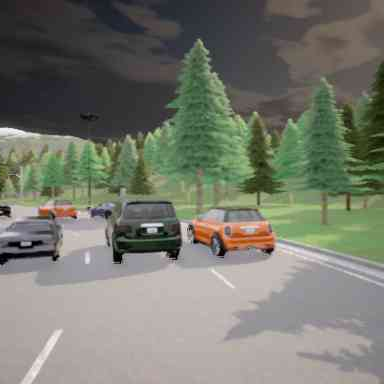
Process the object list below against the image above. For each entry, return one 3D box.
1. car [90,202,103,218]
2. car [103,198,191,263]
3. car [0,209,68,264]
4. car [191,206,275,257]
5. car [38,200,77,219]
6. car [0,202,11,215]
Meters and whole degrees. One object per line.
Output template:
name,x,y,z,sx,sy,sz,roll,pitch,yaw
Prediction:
car,-7.360,1.580,29.155,1.812,1.442,4.674,0,0,-39
car,-1.966,1.233,12.391,2.150,2.045,5.566,0,0,-17
car,-5.802,1.596,12.271,2.033,1.411,5.357,-1,0,-20
car,1.349,1.331,13.164,2.097,1.767,4.553,-1,0,-16
car,-11.755,1.449,28.913,2.097,1.767,4.553,-1,0,-40
car,-18.408,1.637,31.187,1.882,1.535,5.008,-1,0,-41
